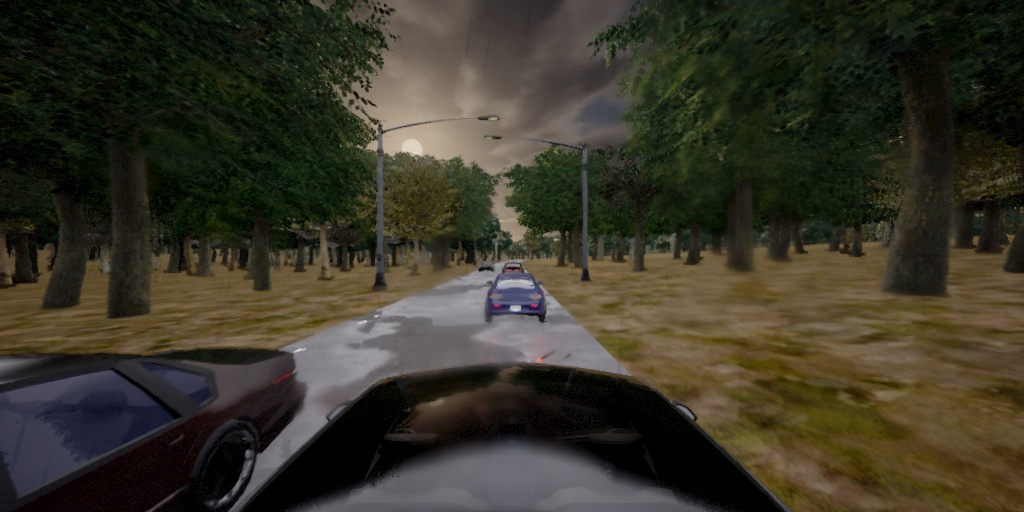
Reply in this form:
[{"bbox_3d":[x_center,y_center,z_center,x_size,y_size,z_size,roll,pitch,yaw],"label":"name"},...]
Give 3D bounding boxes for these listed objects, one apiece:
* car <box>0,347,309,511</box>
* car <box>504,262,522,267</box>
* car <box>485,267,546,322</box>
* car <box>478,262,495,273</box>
[{"bbox_3d":[-3.101,1.297,1.483,2.033,1.411,5.357,0,0,0],"label":"car"},{"bbox_3d":[0.092,1.279,30.301,1.837,1.490,4.892,0,0,0],"label":"car"},{"bbox_3d":[0.110,1.282,12.238,1.812,1.442,4.674,0,0,0],"label":"car"},{"bbox_3d":[-3.097,1.397,43.989,1.895,1.301,4.718,0,0,0],"label":"car"}]
